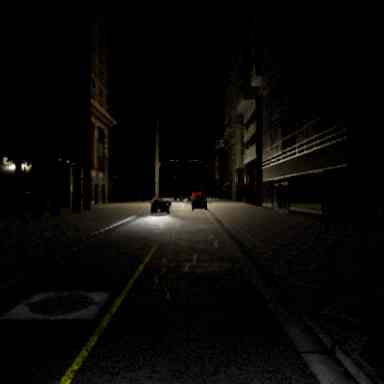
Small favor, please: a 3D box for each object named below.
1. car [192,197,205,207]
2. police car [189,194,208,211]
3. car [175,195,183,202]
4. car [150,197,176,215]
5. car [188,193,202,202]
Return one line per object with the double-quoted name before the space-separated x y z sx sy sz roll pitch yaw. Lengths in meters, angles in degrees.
"car" 0.897 1.509 50.152 1.812 1.442 4.674 0 0 0
"police car" 0.897 1.404 40.262 1.930 1.638 5.238 0 0 0
"car" -3.005 1.475 74.147 2.128 1.511 4.902 0 0 0
"car" -3.098 1.470 33.718 2.128 1.511 4.902 0 0 0
"car" 0.897 1.213 56.183 2.150 2.045 5.566 0 0 0
